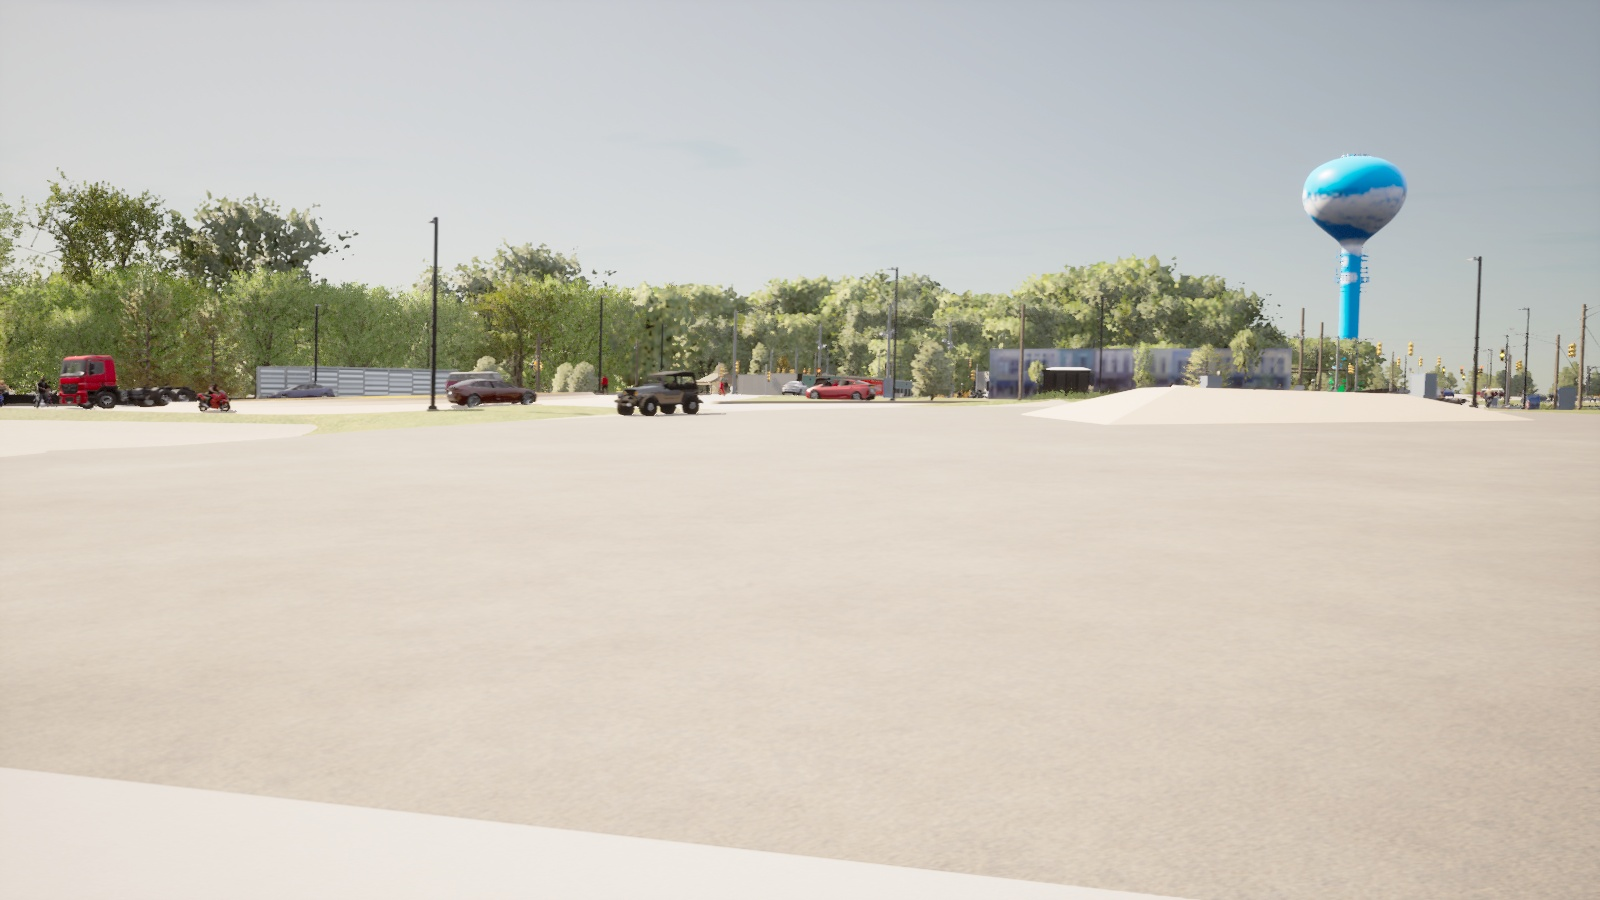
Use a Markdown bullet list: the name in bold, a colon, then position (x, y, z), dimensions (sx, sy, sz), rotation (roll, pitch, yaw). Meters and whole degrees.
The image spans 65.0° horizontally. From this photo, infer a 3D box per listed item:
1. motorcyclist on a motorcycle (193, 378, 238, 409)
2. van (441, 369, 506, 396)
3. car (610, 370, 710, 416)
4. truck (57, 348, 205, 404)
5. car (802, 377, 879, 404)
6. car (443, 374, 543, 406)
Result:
- **motorcyclist on a motorcycle**: position (-30.335, -2.936, 65.162), dimensions (2.044, 1.523, 0.797), rotation (2, 5, 16)
- **van**: position (-24.959, -5.150, 96.020), dimensions (4.442, 1.987, 1.775), rotation (0, 1, 13)
- **car**: position (-5.996, -2.487, 54.052), dimensions (1.905, 1.878, 3.866), rotation (2, 5, 44)
- **truck**: position (-43.277, -4.773, 81.503), dimensions (2.891, 3.462, 7.936), rotation (1, 4, 33)
- **car**: position (2.617, -3.809, 80.680), dimensions (4.514, 1.525, 2.007), rotation (3, 2, 22)
- **car**: position (-16.612, -3.262, 68.094), dimensions (4.792, 1.488, 2.163), rotation (-4, 8, -35)
